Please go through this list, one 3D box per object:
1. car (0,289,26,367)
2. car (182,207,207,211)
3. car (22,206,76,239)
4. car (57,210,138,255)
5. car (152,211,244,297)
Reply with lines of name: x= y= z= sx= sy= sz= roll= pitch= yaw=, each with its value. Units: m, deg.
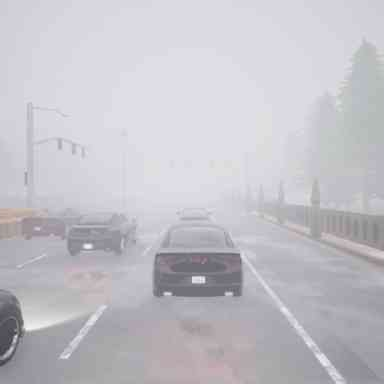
car: x=-3.393 y=1.564 z=3.103 sx=1.994 sy=1.385 sz=4.181 roll=0 pitch=0 yaw=0
car: x=0.131 y=1.526 z=18.281 sx=1.812 sy=1.442 sz=4.674 roll=0 pitch=0 yaw=0
car: x=-6.910 y=1.478 z=17.308 sx=1.882 sy=1.535 sz=5.008 roll=0 pitch=0 yaw=-1
car: x=-3.378 y=1.506 z=13.246 sx=1.837 sy=1.490 sz=4.892 roll=0 pitch=0 yaw=0
car: x=0.117 y=1.478 z=8.647 sx=1.882 sy=1.535 sz=5.008 roll=0 pitch=0 yaw=0
